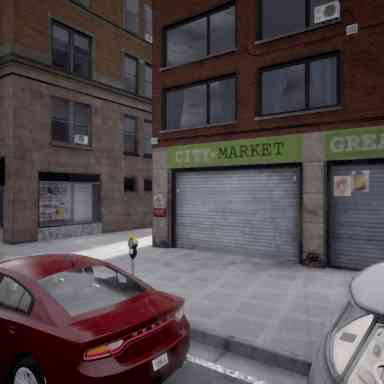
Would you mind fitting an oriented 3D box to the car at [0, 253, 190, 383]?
[{"bbox_3d":[-2.127,1.544,4.592,4.507,1.381,1.887,0,0,35],"label":"car"}]

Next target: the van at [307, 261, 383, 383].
[{"bbox_3d":[2.482,1.341,1.306,3.998,1.788,1.690,0,0,35],"label":"van"}]
